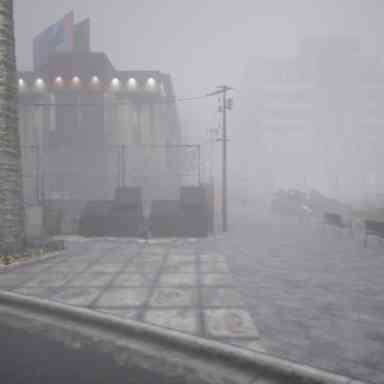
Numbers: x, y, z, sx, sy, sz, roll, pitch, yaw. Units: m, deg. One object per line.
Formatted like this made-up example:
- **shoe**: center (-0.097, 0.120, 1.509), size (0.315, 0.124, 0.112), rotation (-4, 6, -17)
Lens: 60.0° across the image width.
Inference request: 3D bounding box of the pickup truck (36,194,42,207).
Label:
- **pickup truck**: center (-10.360, 0.989, 25.953), size (2.390, 2.098, 6.274), rotation (0, 0, 0)
